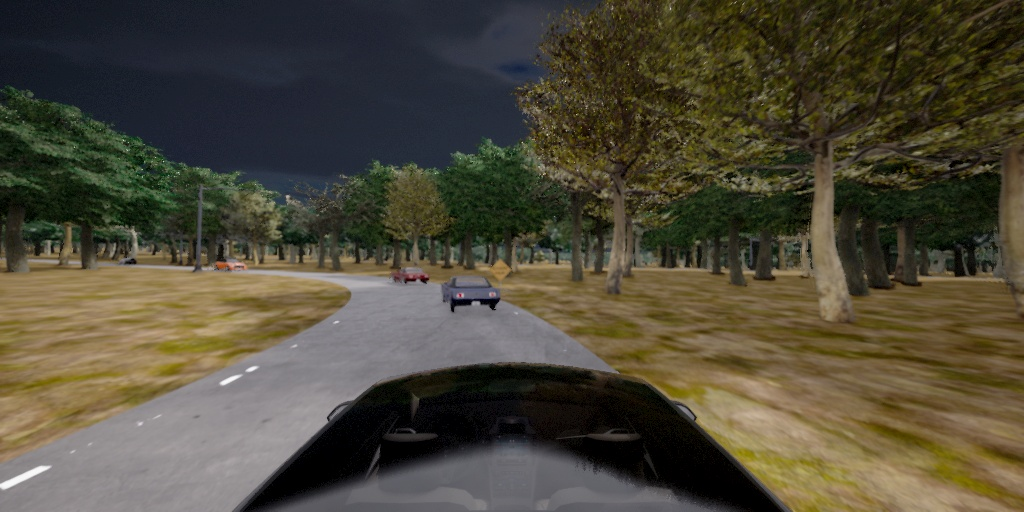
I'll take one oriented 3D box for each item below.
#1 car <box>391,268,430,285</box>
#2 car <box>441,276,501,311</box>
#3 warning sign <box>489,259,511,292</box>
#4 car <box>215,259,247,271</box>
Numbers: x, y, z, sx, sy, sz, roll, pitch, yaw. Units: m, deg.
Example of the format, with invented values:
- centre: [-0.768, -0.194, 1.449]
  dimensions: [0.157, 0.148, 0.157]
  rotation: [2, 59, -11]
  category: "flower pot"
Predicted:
- centre: [-8.421, 1.604, 29.326]
  dimensions: [1.895, 1.301, 4.718]
  rotation: [1, -1, -34]
  category: "car"
- centre: [-1.945, 1.494, 15.374]
  dimensions: [1.895, 1.301, 4.718]
  rotation: [0, -1, -16]
  category: "car"
- centre: [-0.641, 1.068, 19.984]
  dimensions: [1.300, 1.860, 1.060]
  rotation: [0, 0, -21]
  category: "warning sign"
- centre: [-38.150, 1.157, 48.687]
  dimensions: [4.553, 1.767, 2.097]
  rotation: [1, -1, 29]
  category: "car"
